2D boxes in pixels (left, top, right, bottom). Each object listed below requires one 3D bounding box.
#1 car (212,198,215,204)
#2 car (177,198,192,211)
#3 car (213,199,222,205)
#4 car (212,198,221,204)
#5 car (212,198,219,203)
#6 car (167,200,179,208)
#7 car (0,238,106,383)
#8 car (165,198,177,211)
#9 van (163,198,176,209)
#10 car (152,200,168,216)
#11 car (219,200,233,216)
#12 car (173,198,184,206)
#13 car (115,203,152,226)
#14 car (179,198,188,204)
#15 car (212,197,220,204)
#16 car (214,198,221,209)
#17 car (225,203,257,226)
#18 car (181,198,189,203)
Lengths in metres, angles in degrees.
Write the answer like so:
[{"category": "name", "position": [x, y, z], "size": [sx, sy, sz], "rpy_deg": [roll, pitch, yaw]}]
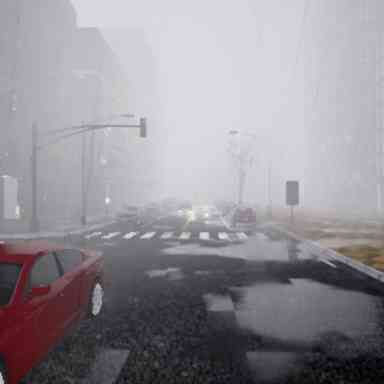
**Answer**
[{"category": "car", "position": [5.335, 2.064, 63.800], "size": [1.752, 1.417, 4.829], "rpy_deg": [0, -1, 2]}, {"category": "car", "position": [-1.003, 1.955, 47.748], "size": [1.994, 1.385, 4.181], "rpy_deg": [0, 0, 2]}, {"category": "car", "position": [5.772, 2.184, 74.687], "size": [1.887, 1.381, 4.507], "rpy_deg": [0, -1, 2]}, {"category": "car", "position": [5.993, 2.242, 80.214], "size": [2.008, 1.369, 4.403], "rpy_deg": [0, -1, 2]}, {"category": "car", "position": [6.436, 2.349, 91.269], "size": [2.008, 1.369, 4.403], "rpy_deg": [0, -1, 2]}, {"category": "car", "position": [-3.266, 2.089, 58.437], "size": [1.802, 1.307, 4.206], "rpy_deg": [0, -1, 2]}, {"category": "car", "position": [-2.729, 1.524, 4.687], "size": [1.882, 1.535, 5.008], "rpy_deg": [0, 0, 2]}, {"category": "car", "position": [-3.709, 1.848, 47.383], "size": [1.967, 1.590, 4.097], "rpy_deg": [0, -1, 2]}, {"category": "van", "position": [-3.488, 1.799, 52.912], "size": [1.690, 1.788, 3.998], "rpy_deg": [0, -1, 2]}, {"category": "car", "position": [-4.152, 1.862, 36.326], "size": [2.008, 1.369, 4.403], "rpy_deg": [0, -1, 2]}, {"category": "car", "position": [4.228, 1.818, 36.160], "size": [1.752, 1.417, 4.829], "rpy_deg": [0, -1, 2]}, {"category": "car", "position": [-2.824, 2.047, 69.495], "size": [1.967, 1.590, 4.097], "rpy_deg": [0, -1, 2]}, {"category": "car", "position": [-4.595, 1.767, 25.269], "size": [2.008, 1.369, 4.403], "rpy_deg": [0, 0, 2]}, {"category": "car", "position": [-2.159, 2.315, 86.077], "size": [2.008, 1.369, 4.403], "rpy_deg": [0, -1, 2]}, {"category": "car", "position": [6.214, 2.185, 85.742], "size": [1.967, 1.590, 4.097], "rpy_deg": [0, -1, 2]}, {"category": "car", "position": [4.886, 2.020, 52.573], "size": [1.802, 1.307, 4.206], "rpy_deg": [0, -1, 2]}, {"category": "car", "position": [3.778, 1.741, 24.934], "size": [1.887, 1.381, 4.507], "rpy_deg": [0, 0, 2]}, {"category": "car", "position": [-1.938, 2.369, 91.605], "size": [2.008, 1.369, 4.403], "rpy_deg": [0, -1, 2]}]
